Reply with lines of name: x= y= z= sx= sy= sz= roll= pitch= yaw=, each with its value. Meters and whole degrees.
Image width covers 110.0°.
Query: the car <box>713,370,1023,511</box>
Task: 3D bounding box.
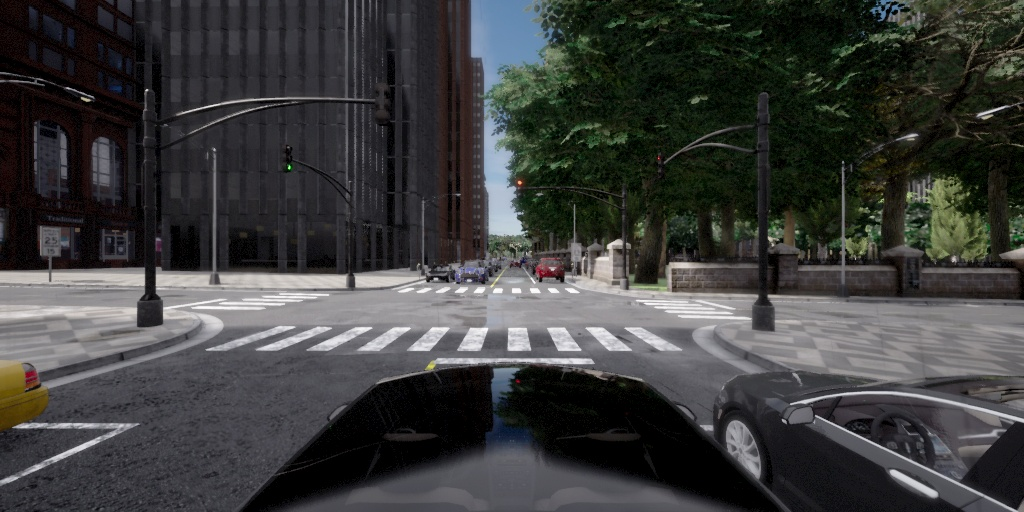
car: x=2.760 y=1.300 z=1.725 sx=2.007 sy=1.370 sz=4.403 roll=0 pitch=0 yaw=0

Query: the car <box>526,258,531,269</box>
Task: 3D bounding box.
car: x=3.100 y=1.329 z=44.757 sx=2.007 sy=1.370 sz=4.403 roll=0 pitch=0 yaw=0

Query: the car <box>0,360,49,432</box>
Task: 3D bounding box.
car: x=-5.766 y=1.275 z=1.613 sx=1.751 sy=1.417 sz=4.829 roll=0 pitch=0 yaw=0

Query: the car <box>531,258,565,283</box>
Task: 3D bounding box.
car: x=2.971 y=1.075 z=28.389 sx=2.192 sy=1.841 sz=5.009 roll=0 pitch=0 yaw=0

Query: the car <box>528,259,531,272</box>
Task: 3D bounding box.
car: x=3.057 y=1.338 z=39.301 sx=1.948 sy=1.339 sz=4.313 roll=0 pitch=0 yaw=0

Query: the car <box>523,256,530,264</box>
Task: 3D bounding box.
car: x=3.186 y=1.230 z=55.670 sx=1.967 sy=1.591 sz=4.097 roll=0 pitch=0 yaw=0

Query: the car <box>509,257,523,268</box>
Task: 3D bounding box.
car: x=0.554 y=1.323 z=61.261 sx=1.812 sy=1.442 sz=4.674 roll=0 pitch=0 yaw=0

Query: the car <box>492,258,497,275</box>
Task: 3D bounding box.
car: x=-2.831 y=1.273 z=35.953 sx=1.837 sy=1.490 sz=4.892 roll=0 pitch=0 yaw=1

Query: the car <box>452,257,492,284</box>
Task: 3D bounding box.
car: x=-2.904 y=1.111 z=26.850 sx=2.097 sy=1.767 sz=4.553 roll=0 pitch=0 yaw=0

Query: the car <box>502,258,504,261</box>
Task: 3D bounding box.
car: x=-2.648 y=1.354 z=55.440 sx=1.994 sy=1.385 sz=4.181 roll=0 pitch=0 yaw=1

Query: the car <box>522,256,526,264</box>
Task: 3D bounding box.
car: x=3.229 y=1.237 z=61.126 sx=1.967 sy=1.591 sz=4.097 roll=0 pitch=0 yaw=0

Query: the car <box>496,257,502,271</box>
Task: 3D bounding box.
car: x=-2.751 y=1.270 z=45.450 sx=2.128 sy=1.511 sz=4.902 roll=0 pitch=0 yaw=0

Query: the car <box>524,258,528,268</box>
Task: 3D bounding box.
car: x=3.143 y=1.335 z=50.214 sx=2.007 sy=1.370 sz=4.403 roll=0 pitch=0 yaw=0

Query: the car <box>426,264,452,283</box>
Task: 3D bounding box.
car: x=-5.554 y=1.326 z=28.447 sx=1.948 sy=1.339 sz=4.313 roll=0 pitch=0 yaw=0
